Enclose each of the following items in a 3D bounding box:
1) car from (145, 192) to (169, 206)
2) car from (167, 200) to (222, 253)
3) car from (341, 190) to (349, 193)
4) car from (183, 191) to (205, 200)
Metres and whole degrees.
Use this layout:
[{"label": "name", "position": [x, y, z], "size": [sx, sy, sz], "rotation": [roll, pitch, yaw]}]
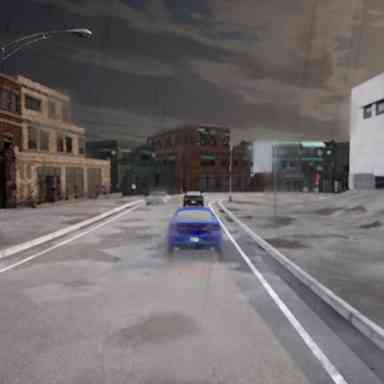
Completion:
[{"label": "car", "position": [-3.489, 0.662, 33.789], "size": [1.895, 1.301, 4.718], "rotation": [0, 2, 2]}, {"label": "car", "position": [0.090, 1.325, 13.122], "size": [1.882, 1.535, 5.008], "rotation": [0, 1, 0]}, {"label": "car", "position": [29.521, 0.003, 59.958], "size": [4.902, 1.511, 2.128], "rotation": [2, 3, 0]}, {"label": "car", "position": [0.194, 0.618, 31.966], "size": [1.882, 1.535, 5.008], "rotation": [0, 2, 2]}]
